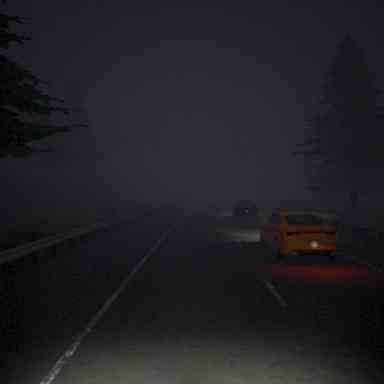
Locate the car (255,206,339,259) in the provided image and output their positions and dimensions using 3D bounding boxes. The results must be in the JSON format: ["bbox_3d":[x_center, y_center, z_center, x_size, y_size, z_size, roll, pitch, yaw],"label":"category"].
[{"bbox_3d":[3.823,1.461,12.602,1.882,1.535,5.008,0,0,2],"label":"car"}]

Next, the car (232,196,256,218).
[{"bbox_3d":[4.654,1.435,29.633,1.882,1.535,5.008,0,0,4],"label":"car"}]
